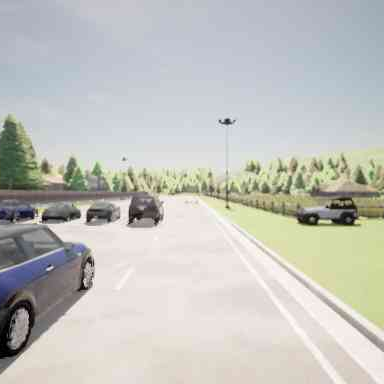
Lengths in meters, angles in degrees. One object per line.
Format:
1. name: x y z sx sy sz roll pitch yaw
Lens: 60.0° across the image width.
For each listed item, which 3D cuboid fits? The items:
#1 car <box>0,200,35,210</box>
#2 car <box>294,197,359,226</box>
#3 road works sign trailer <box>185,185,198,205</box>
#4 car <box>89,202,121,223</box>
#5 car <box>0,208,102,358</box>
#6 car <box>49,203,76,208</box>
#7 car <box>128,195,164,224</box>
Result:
1. car: -13.908 1.393 25.925 2.097 1.767 4.553 0 0 0
2. car: 8.914 1.248 22.005 3.866 1.878 1.905 0 0 0
3. road works sign trailer: -0.018 0.562 62.799 2.380 3.560 2.880 0 0 0
4. car: -6.908 1.546 26.267 1.837 1.490 4.892 0 0 0
5. car: -3.405 1.361 6.197 2.097 1.767 4.553 0 0 0
6. car: -10.409 1.606 26.828 1.994 1.385 4.181 0 0 0
7. car: -3.408 1.261 25.275 2.150 2.045 5.566 0 0 0
